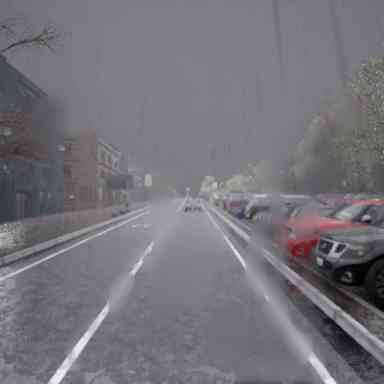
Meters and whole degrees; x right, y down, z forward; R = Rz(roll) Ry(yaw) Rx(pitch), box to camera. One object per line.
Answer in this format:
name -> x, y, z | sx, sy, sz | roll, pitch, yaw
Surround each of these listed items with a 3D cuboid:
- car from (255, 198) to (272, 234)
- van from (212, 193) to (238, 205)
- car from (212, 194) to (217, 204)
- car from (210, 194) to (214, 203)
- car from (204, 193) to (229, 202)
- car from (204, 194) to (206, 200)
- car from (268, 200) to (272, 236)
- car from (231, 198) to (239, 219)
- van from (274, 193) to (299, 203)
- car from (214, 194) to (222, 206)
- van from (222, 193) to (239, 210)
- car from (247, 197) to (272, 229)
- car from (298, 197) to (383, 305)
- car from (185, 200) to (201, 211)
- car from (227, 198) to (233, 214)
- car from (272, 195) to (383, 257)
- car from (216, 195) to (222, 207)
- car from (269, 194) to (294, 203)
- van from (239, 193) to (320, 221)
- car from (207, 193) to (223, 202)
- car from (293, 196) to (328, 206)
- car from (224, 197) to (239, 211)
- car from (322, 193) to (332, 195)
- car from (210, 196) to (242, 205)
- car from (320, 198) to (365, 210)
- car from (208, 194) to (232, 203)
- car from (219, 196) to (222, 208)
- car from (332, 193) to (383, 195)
car -> 5.628, 1.324, 15.926 | 4.553, 1.767, 2.185 | 0, 0, 0
van -> 5.720, 1.177, 57.973 | 4.442, 1.987, 1.878 | 0, 0, 0
car -> 5.589, 1.422, 46.760 | 4.792, 1.488, 2.163 | 0, 0, 0
car -> 5.610, 1.395, 49.558 | 4.892, 1.521, 2.231 | 0, 0, 0
car -> 5.626, 1.200, 77.595 | 5.566, 2.045, 2.435 | 0, 0, 0
car -> 5.624, 1.167, 69.184 | 5.566, 2.045, 2.435 | 0, 0, 0
car -> 5.632, 1.330, 13.122 | 4.553, 1.767, 2.185 | 0, 0, 0
car -> 5.643, 1.431, 24.336 | 5.008, 1.535, 2.097 | 0, 0, 0
van -> 18.792, 1.187, 66.446 | 4.442, 1.987, 1.878 | 0, 0, 0
car -> 5.620, 1.396, 41.152 | 5.008, 1.535, 2.097 | 0, 0, 0
van -> 5.520, 1.187, 32.745 | 4.442, 1.987, 1.878 | 0, 0, 0
car -> 5.687, 1.318, 18.729 | 4.553, 1.767, 2.185 | 0, 0, 0
car -> 5.642, 1.216, 7.516 | 5.566, 2.045, 2.435 | 0, 0, 0
car -> 0.100, 1.531, 39.128 | 1.895, 1.301, 4.718 | 0, 0, 0
car -> 5.615, 1.455, 27.139 | 4.792, 1.488, 2.163 | 0, 0, 0
car -> 5.639, 1.210, 10.319 | 5.566, 2.045, 2.435 | 0, 0, 0
car -> 5.815, 1.398, 38.352 | 5.366, 1.575, 1.946 | 0, 0, 0
car -> 18.644, 1.293, 69.226 | 4.553, 1.767, 2.185 | 0, 0, 0
van -> 5.535, 1.211, 21.532 | 4.442, 1.987, 1.878 | 0, 0, 0
car -> 5.639, 1.145, 52.365 | 5.566, 2.045, 2.435 | 0, 0, 0
car -> 18.660, 1.428, 52.517 | 4.792, 1.488, 2.163 | 0, 0, 0
car -> 5.611, 1.449, 29.942 | 4.792, 1.488, 2.163 | 0, 0, 0
car -> 18.680, 1.151, 38.593 | 5.566, 2.045, 2.435 | 0, 0, 0
car -> 5.601, 1.400, 55.169 | 5.008, 1.535, 2.097 | 0, 0, 0
car -> 18.702, 1.437, 41.501 | 4.674, 1.452, 2.002 | 0, 0, 0
car -> 5.565, 1.286, 66.383 | 4.553, 1.767, 2.185 | 0, 0, 0
car -> 5.662, 1.436, 35.549 | 4.792, 1.488, 2.163 | 0, 0, 0
car -> 18.684, 1.156, 35.931 | 5.566, 2.045, 2.435 | 0, 0, 0
